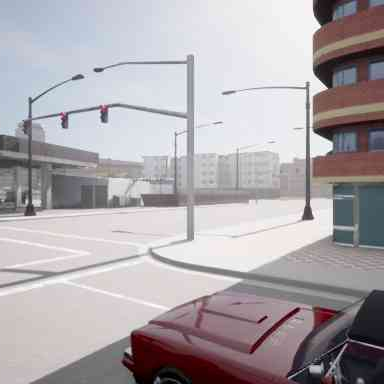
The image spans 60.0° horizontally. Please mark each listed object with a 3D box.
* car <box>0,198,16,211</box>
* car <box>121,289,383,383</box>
[{"bbox_3d":[-22.253,1.454,38.776,3.806,1.475,1.970,0,0,36],"label":"car"},{"bbox_3d":[1.611,1.601,2.824,4.718,1.301,1.895,0,0,36],"label":"car"}]
